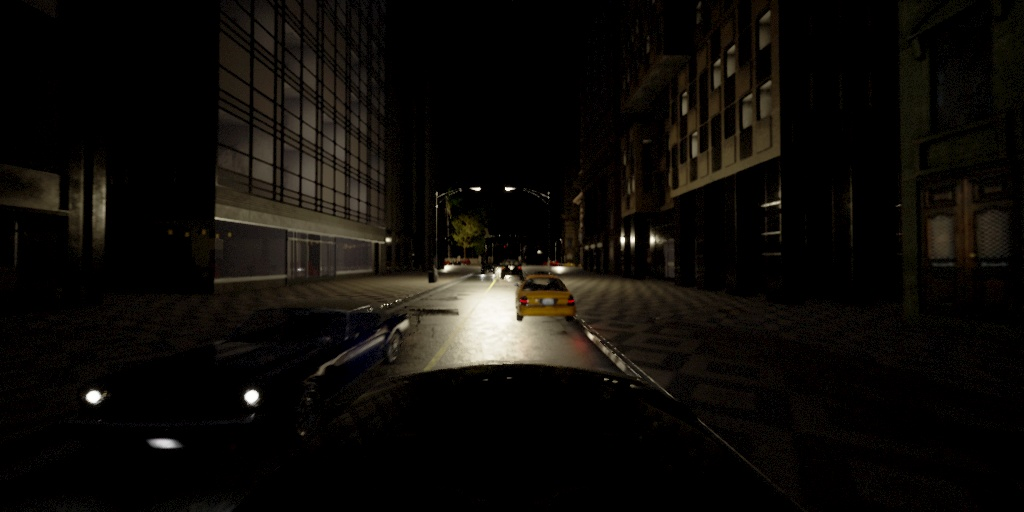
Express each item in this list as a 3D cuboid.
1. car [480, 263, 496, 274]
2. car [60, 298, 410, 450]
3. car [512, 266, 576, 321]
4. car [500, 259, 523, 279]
[{"bbox_3d":[-3.186,1.693,48.355,1.837,1.490,4.892,0,-1,0],"label":"car"},{"bbox_3d":[-3.106,1.386,5.412,1.895,1.301,4.718,0,-1,0],"label":"car"},{"bbox_3d":[1.026,1.309,12.825,1.801,1.575,5.366,0,-1,0],"label":"car"},{"bbox_3d":[-0.025,1.302,36.843,2.150,2.045,5.566,0,0,0],"label":"car"}]
